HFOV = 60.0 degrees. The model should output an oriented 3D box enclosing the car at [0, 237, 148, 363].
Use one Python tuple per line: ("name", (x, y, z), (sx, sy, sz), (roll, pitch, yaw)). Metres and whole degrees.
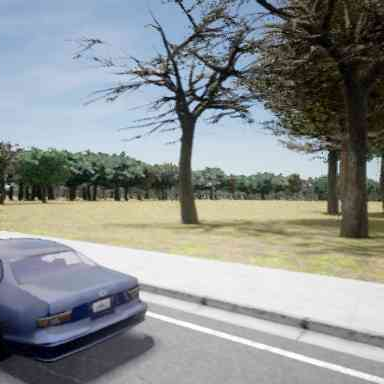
("car", (-3.242, 1.545, 5.877), (5.357, 1.411, 2.033), (0, 0, 36))
